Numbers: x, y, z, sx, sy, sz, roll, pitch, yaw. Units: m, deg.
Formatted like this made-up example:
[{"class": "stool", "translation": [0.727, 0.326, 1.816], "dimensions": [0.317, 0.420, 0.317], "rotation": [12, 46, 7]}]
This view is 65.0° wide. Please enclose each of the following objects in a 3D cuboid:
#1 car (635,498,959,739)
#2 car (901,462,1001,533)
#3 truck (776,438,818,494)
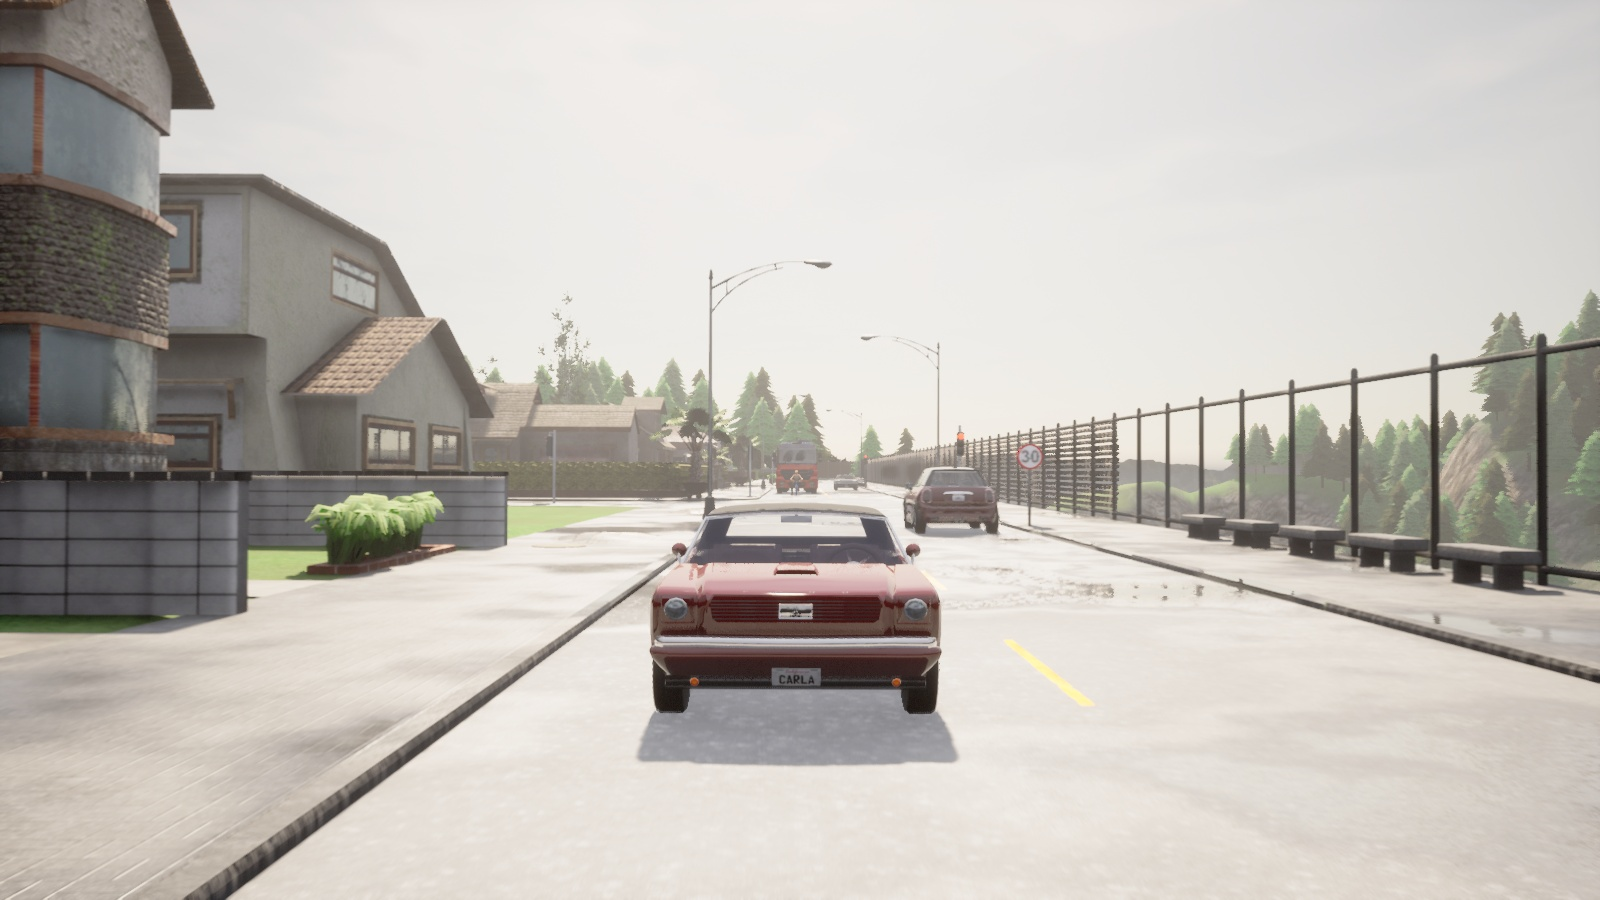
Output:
[{"class": "car", "translation": [-0.022, 1.078, 9.717], "dimensions": [1.895, 1.301, 4.718], "rotation": [0, -1, 0]}, {"class": "car", "translation": [3.921, 1.216, 33.373], "dimensions": [2.097, 1.767, 4.553], "rotation": [0, -1, 0]}, {"class": "truck", "translation": [-0.219, 1.156, 89.935], "dimensions": [2.891, 3.827, 8.468], "rotation": [0, -1, 0]}]
